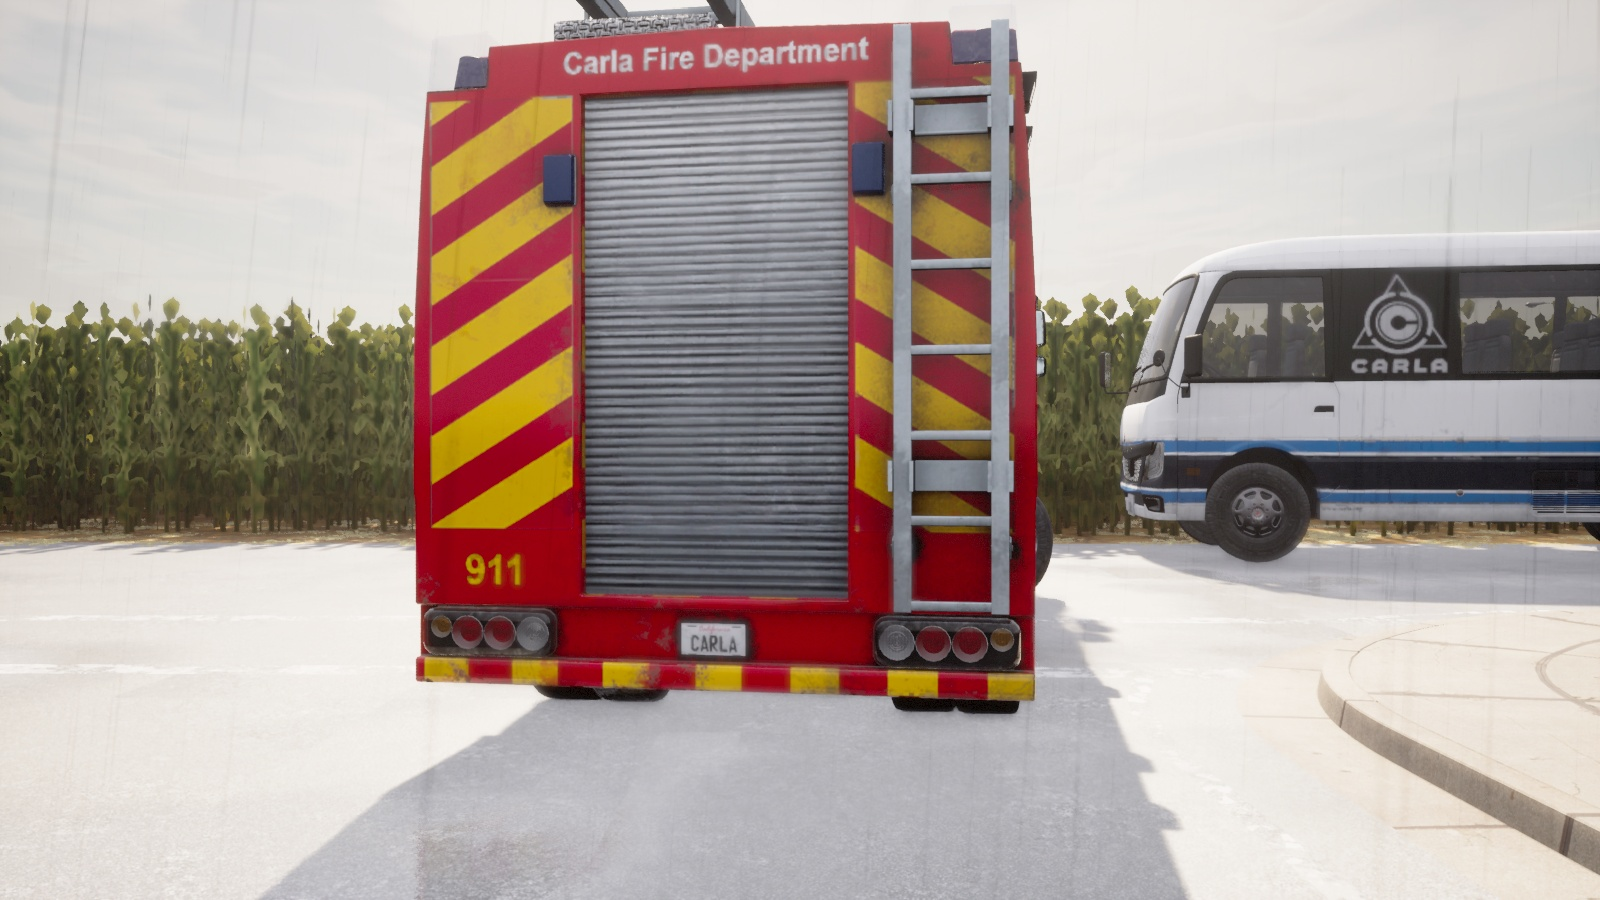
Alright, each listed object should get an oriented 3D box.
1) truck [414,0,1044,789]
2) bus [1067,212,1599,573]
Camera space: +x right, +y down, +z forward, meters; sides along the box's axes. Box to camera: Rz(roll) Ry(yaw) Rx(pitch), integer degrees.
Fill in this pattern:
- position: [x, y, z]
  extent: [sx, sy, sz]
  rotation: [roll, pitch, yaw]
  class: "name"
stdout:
- position: [0.310, -0.466, 9.815]
  extent: [2.891, 3.827, 8.468]
  rotation: [0, 0, 9]
  class: "truck"
- position: [8.975, -0.691, 16.848]
  extent: [10.273, 4.253, 3.944]
  rotation: [0, 0, 8]
  class: "bus"
